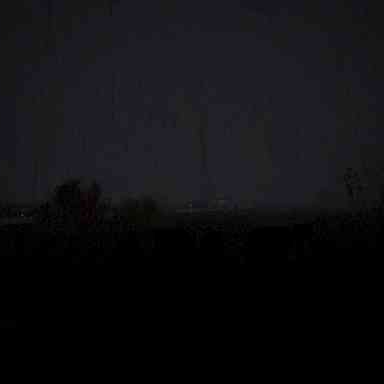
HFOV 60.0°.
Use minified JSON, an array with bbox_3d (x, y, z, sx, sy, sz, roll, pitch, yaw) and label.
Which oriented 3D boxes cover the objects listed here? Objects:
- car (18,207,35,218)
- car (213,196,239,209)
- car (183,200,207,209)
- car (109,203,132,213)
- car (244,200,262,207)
[{"bbox_3d":[-14.505,1.816,33.618,2.033,1.411,5.357,-1,-1,36],"label":"car"},{"bbox_3d":[5.643,1.750,55.346,2.150,2.045,5.566,-1,-1,38],"label":"car"},{"bbox_3d":[0.510,2.054,54.413,1.837,1.490,4.892,-1,-2,36],"label":"car"},{"bbox_3d":[-8.303,1.932,42.218,2.033,1.411,5.357,-1,-1,36],"label":"car"},{"bbox_3d":[11.858,2.248,64.056,1.895,1.301,4.718,-1,-1,36],"label":"car"}]
